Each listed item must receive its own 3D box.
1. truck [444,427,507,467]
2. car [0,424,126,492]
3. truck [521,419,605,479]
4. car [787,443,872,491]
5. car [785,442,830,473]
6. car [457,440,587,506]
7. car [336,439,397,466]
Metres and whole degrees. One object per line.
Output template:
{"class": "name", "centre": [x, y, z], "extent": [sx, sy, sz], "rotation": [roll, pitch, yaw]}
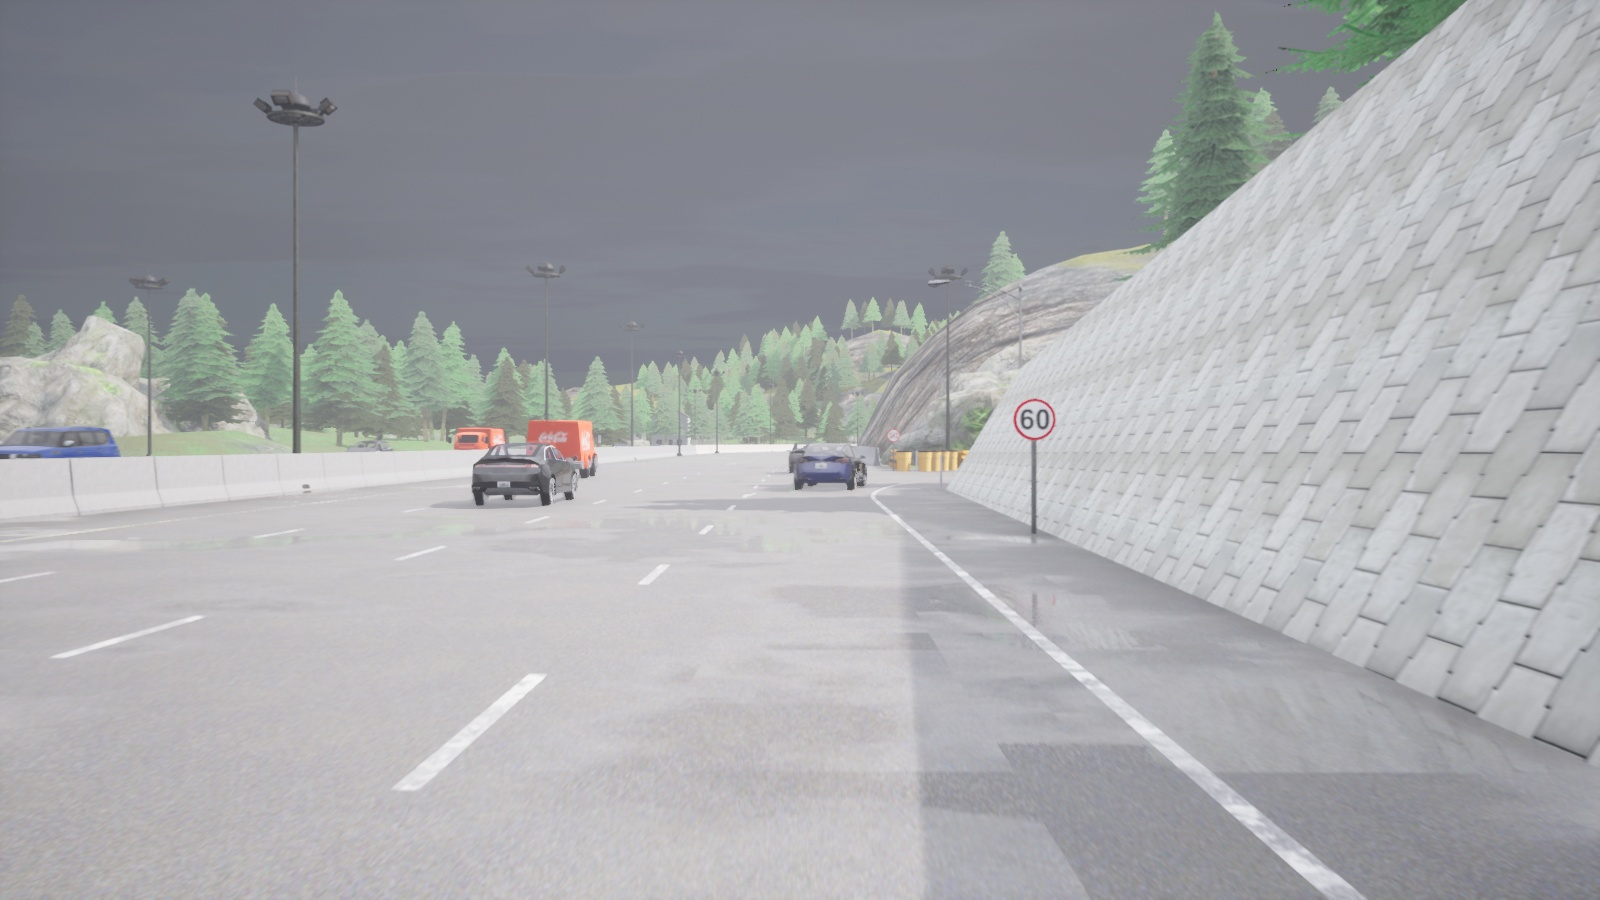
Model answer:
{"class": "truck", "centre": [-20.531, -0.209, 79.763], "extent": [2.627, 2.467, 5.204], "rotation": [0, 0, 0]}
{"class": "car", "centre": [-24.255, 0.215, 40.357], "extent": [2.150, 2.045, 5.566], "rotation": [0, 1, 0]}
{"class": "truck", "centre": [-10.175, -0.058, 54.456], "extent": [2.627, 2.467, 5.204], "rotation": [0, 0, 0]}
{"class": "car", "centre": [1.038, 0.513, 41.188], "extent": [2.163, 1.488, 4.792], "rotation": [0, 0, 9]}
{"class": "car", "centre": [0.372, 0.348, 62.661], "extent": [2.128, 1.511, 4.902], "rotation": [0, 0, 0]}
{"class": "car", "centre": [-6.807, 0.519, 31.349], "extent": [2.128, 1.511, 4.902], "rotation": [0, 0, 0]}
{"class": "car", "centre": [-27.531, 0.115, 79.931], "extent": [2.242, 1.667, 4.611], "rotation": [0, 0, 0]}
